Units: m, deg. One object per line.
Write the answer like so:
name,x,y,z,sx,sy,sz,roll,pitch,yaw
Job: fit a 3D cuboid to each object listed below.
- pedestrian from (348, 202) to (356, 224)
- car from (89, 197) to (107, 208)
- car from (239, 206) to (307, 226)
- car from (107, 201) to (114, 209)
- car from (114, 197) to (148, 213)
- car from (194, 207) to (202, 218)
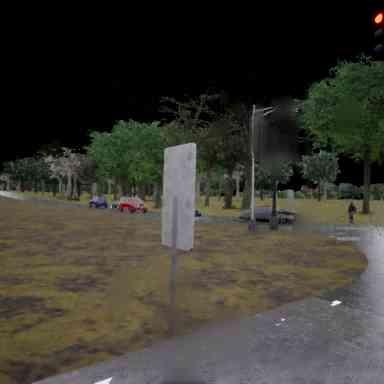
pedestrian,13.340,1.718,27.808,0.375,1.860,0.375,2,-1,-36
car,-18.385,1.964,65.212,2.150,2.045,5.566,3,-2,-36
car,5.906,1.747,25.116,2.033,1.411,5.357,3,-2,-36
car,-12.295,2.189,56.733,1.837,1.490,4.892,3,-2,-36
car,-7.944,1.681,44.403,2.150,2.045,5.566,3,-2,-35
car,-0.803,1.910,34.432,1.994,1.385,4.181,3,-2,-36
